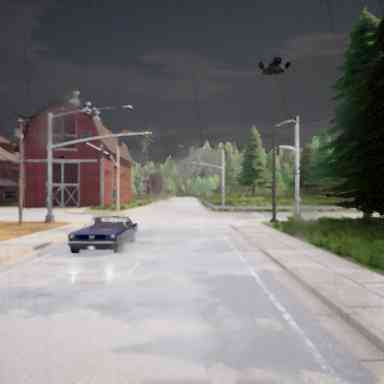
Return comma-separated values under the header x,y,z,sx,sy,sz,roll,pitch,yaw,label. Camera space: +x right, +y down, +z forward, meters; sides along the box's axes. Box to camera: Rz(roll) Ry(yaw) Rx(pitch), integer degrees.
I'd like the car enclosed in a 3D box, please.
x,y,z,sx,sy,sz,roll,pitch,yaw,label
-3.531,1.682,13.951,1.895,1.301,4.718,0,0,0,car
